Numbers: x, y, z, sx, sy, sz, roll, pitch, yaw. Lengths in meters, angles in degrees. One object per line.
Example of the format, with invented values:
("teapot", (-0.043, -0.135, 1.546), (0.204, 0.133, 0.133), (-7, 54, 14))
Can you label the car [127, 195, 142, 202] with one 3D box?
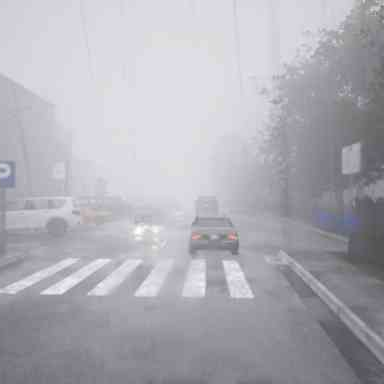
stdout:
("car", (-8.073, 1.515, 35.377), (4.553, 1.767, 2.185), (0, -1, -18))

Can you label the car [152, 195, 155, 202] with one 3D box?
("car", (-7.717, 1.576, 44.389), (4.553, 1.767, 2.185), (0, 0, -18))

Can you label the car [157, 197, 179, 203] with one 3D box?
("car", (-6.243, 2.079, 86.444), (5.366, 1.575, 1.946), (0, -1, -18))

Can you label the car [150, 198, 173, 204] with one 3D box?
("car", (-6.775, 2.001, 74.390), (4.674, 1.452, 2.002), (0, -1, -18))

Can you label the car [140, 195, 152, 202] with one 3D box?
("car", (-7.815, 1.555, 41.389), (4.553, 1.767, 2.185), (0, 0, -18))

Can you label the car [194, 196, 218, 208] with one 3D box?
("car", (1.412, 1.397, 33.203), (2.150, 2.045, 5.566), (0, 0, 2))

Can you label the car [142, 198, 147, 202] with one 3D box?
("car", (-7.944, 1.701, 38.382), (4.674, 1.452, 2.002), (0, -1, -18))

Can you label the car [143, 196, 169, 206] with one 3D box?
("car", (-7.090, 1.749, 65.384), (4.553, 1.767, 2.185), (0, -1, -18))

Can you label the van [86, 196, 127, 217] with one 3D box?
("van", (-8.337, 1.377, 29.335), (4.442, 1.987, 1.878), (0, 0, -18))

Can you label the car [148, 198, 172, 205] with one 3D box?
("car", (-6.838, 1.960, 71.399), (4.792, 1.488, 2.163), (0, -1, -18))

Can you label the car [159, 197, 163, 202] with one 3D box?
("car", (-7.527, 1.496, 50.401), (5.566, 2.045, 2.435), (0, -1, -18))

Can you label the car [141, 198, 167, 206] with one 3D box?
("car", (-7.152, 1.887, 62.387), (4.674, 1.452, 2.002), (0, 0, -18))

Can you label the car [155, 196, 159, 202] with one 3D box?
("car", (-7.624, 1.754, 47.400), (4.792, 1.488, 2.163), (0, -1, -18))

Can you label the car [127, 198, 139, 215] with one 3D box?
("car", (-8.126, 1.621, 32.374), (5.008, 1.535, 2.097), (0, 0, -18))

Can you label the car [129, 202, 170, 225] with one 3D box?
("car", (-3.075, 1.670, 24.896), (1.994, 1.385, 4.181), (0, 0, 2))

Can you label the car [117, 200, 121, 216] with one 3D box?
("car", (-8.321, 1.622, 26.374), (4.674, 1.452, 2.002), (0, -1, -18))

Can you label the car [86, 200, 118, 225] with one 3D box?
("car", (-8.228, 1.559, 23.429), (5.366, 1.575, 1.946), (0, -1, -18))

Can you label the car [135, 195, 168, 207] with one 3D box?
("car", (-7.242, 1.570, 59.413), (5.566, 2.045, 2.435), (-1, -1, -18))

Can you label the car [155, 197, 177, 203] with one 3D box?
("car", (-6.512, 2.054, 83.386), (4.892, 1.521, 2.231), (0, -1, -18))

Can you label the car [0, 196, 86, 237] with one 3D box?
("car", (-8.599, 1.273, 17.346), (5.566, 2.045, 2.435), (0, 0, -18))

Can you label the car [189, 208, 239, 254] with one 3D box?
("car", (0.831, 1.597, 13.710), (2.033, 1.411, 5.357), (0, 0, 2))

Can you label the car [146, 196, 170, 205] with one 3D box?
("car", (-6.994, 1.777, 68.384), (4.553, 1.767, 2.185), (0, -1, -18))

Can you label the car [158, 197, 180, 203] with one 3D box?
("car", (-6.159, 2.110, 89.445), (5.366, 1.575, 1.946), (0, -1, -18))

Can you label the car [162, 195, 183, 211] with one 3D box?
("car", (-2.381, 1.631, 44.634), (2.097, 1.767, 4.553), (0, 0, 2))
